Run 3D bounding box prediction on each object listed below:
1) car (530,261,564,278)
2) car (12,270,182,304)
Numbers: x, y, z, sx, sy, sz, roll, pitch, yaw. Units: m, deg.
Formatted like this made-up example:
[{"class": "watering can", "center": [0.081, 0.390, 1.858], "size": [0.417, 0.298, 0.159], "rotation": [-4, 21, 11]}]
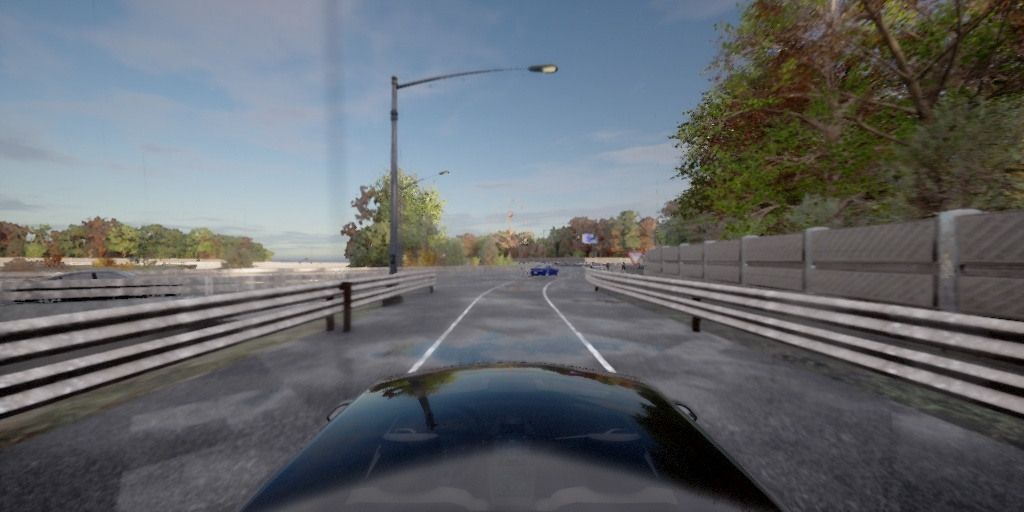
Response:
[{"class": "car", "center": [3.924, 1.723, 42.019], "size": [1.882, 1.535, 5.008], "rotation": [0, -1, 32]}, {"class": "car", "center": [-18.228, 1.369, 16.148], "size": [5.008, 1.535, 1.882], "rotation": [1, -1, -42]}]
